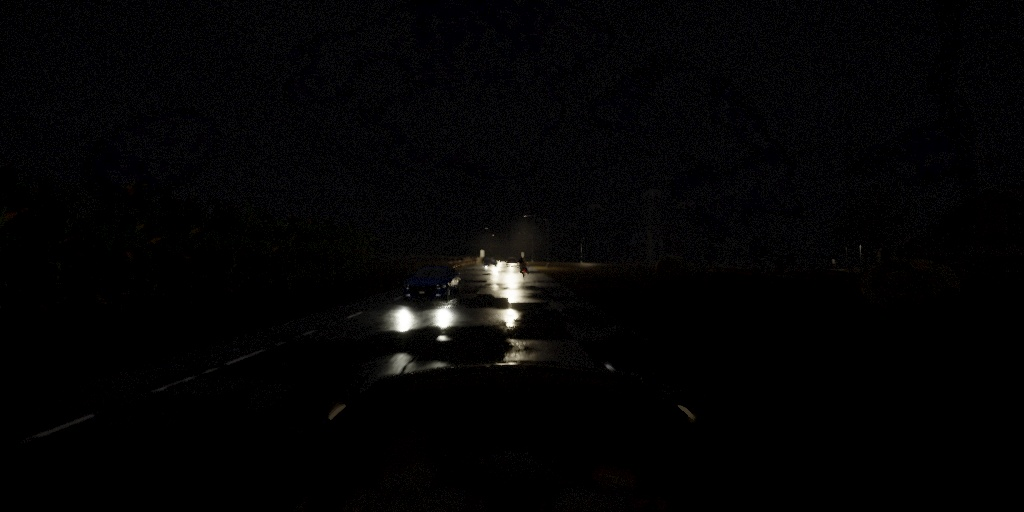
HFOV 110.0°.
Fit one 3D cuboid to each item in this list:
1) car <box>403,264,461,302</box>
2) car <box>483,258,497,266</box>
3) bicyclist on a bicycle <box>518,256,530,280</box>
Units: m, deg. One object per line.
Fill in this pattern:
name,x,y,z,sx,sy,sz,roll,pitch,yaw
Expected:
car,-3.605,1.171,16.847,1.882,1.535,5.008,0,0,0
car,-3.565,1.014,59.253,1.994,1.385,4.181,0,0,1
bicyclist on a bicycle,0.946,1.048,27.773,0.866,1.612,1.509,0,0,0
